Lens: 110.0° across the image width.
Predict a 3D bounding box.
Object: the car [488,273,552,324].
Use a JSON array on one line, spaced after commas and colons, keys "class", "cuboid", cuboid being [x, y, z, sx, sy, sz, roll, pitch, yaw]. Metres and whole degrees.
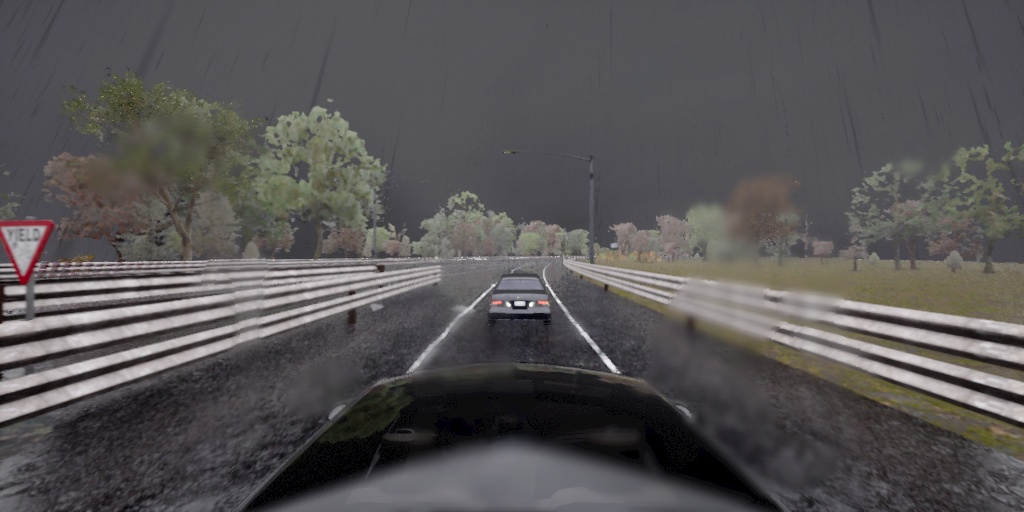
[{"class": "car", "cuboid": [0.268, 1.260, 11.726, 2.033, 1.411, 5.357, 0, 0, 2]}]
